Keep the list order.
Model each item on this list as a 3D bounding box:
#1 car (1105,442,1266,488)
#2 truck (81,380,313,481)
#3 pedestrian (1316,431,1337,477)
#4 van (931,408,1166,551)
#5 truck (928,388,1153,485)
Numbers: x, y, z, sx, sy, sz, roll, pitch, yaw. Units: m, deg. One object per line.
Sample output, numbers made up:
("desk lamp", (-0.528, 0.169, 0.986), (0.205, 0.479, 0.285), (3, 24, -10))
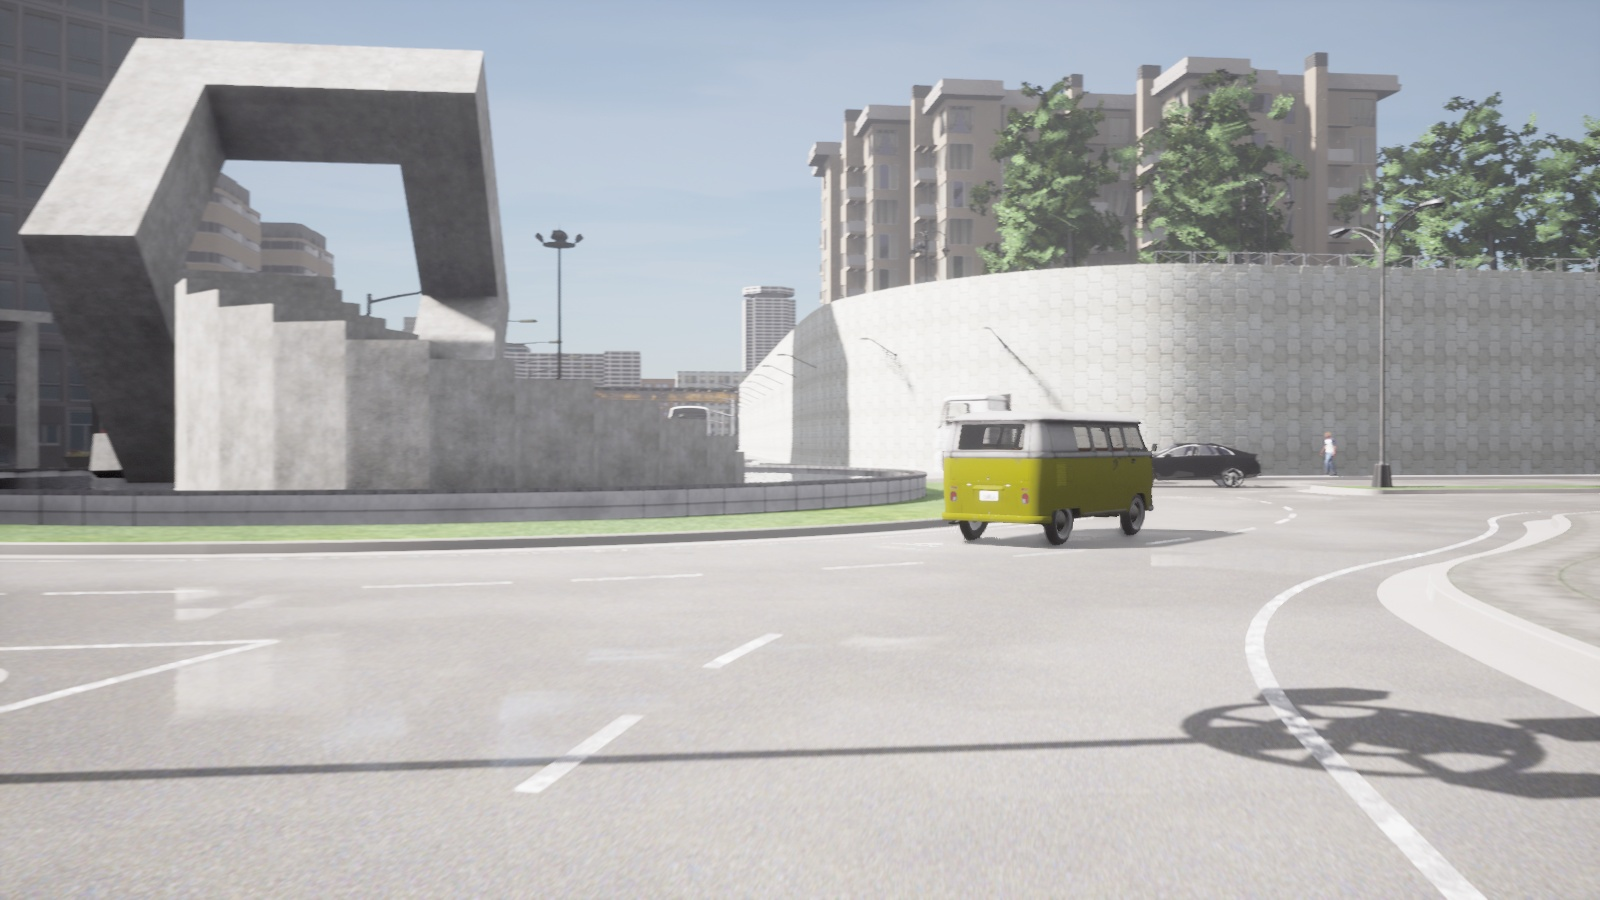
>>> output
("car", (12.918, 0.488, 42.411), (4.902, 1.511, 2.128), (0, 0, 7))
("truck", (-24.754, -0.762, 52.104), (2.891, 3.827, 8.468), (0, 0, 31))
("pedestrian", (21.229, 0.157, 50.621), (0.706, 1.836, 0.354), (0, 0, -9))
("van", (4.030, 0.395, 19.787), (1.775, 1.987, 4.442), (0, 0, 39))
("truck", (9.118, -0.489, 47.875), (7.936, 3.462, 2.891), (0, 0, 27))
